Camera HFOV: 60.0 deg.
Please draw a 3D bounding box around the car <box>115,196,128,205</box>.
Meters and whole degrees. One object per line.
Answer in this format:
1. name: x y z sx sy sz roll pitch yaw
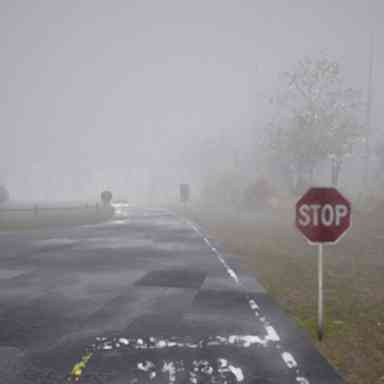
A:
1. car: -12.788 1.435 59.994 1.882 1.535 5.008 0 0 -19
